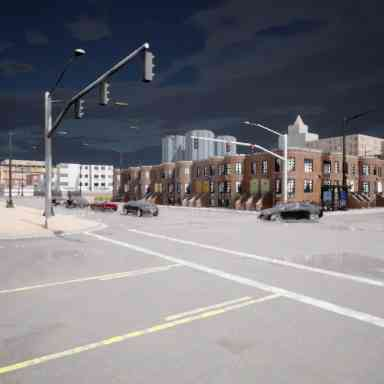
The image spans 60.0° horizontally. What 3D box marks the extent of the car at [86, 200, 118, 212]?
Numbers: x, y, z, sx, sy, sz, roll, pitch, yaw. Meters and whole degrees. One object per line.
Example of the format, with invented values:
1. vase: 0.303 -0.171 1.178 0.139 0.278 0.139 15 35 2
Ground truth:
1. car: -10.331 1.600 38.889 1.895 1.301 4.718 0 0 -36

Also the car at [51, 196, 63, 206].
1. car: -22.298 1.491 55.551 2.128 1.511 4.902 0 0 -35

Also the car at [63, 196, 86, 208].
1. car: -16.277 1.351 47.138 2.097 1.767 4.553 0 0 -36

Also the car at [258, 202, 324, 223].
1. car: 7.386 1.490 24.909 4.902 1.511 2.128 0 1 -7

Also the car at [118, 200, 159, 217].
1. car: -4.866 1.504 31.318 1.837 1.490 4.892 0 0 -36
